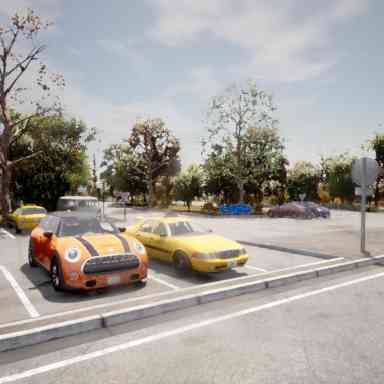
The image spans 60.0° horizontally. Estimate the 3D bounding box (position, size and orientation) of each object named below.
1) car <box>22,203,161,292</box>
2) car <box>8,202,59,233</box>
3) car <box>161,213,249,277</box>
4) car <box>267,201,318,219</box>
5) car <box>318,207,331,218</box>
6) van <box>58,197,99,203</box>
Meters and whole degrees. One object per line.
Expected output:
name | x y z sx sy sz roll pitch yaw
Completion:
car | -3.022 1.350 9.167 2.185 1.767 4.553 0 0 -36
car | -9.626 1.479 19.717 1.946 1.575 5.366 0 0 -36
car | -0.525 1.491 10.689 1.946 1.575 5.366 0 0 -36
car | 9.677 1.881 33.269 2.002 1.452 4.674 2 -1 -36
car | 12.232 1.788 35.153 2.185 1.767 4.553 2 -1 -35
van | -7.177 1.273 21.098 1.878 1.987 4.442 0 0 -36
